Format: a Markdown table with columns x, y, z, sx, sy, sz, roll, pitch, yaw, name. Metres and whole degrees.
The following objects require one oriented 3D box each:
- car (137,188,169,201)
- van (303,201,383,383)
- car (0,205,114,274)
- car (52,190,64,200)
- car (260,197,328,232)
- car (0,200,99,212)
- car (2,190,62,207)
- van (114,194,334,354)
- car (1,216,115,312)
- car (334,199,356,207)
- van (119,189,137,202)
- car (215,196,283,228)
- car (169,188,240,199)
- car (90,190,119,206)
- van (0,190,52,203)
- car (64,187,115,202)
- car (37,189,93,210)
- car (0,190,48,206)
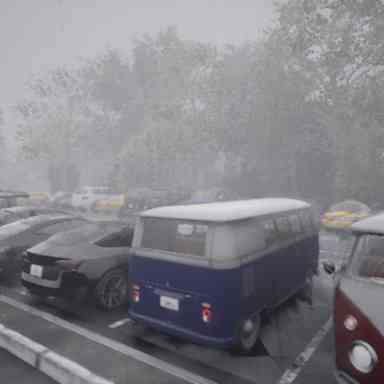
| x | y | z | sx | sy | sz | roll | pitch | yaw | name |
| --- | --- | --- | --- | --- | --- | --- | --- | --- | --- |
| -0.845 | 0.726 | 23.546 | 2.435 | 2.045 | 5.566 | 1 | 2 | 36 | car |
| 3.102 | 1.183 | 4.243 | 1.878 | 1.987 | 4.442 | 1 | 1 | 36 | van |
| -3.610 | 1.347 | 9.319 | 2.002 | 1.452 | 4.674 | 1 | 2 | 36 | car |
| -9.828 | 0.818 | 30.076 | 2.163 | 1.488 | 4.792 | 1 | 2 | 36 | car |
| 5.837 | 1.131 | 18.573 | 2.163 | 1.488 | 4.792 | 1 | 2 | 36 | car |
| -5.864 | 1.267 | 10.985 | 2.231 | 1.521 | 4.892 | 1 | 2 | 36 | car |
| -16.632 | 0.646 | 34.877 | 1.946 | 1.575 | 5.366 | 1 | 2 | 36 | car |
| 0.983 | 1.147 | 6.089 | 1.878 | 1.987 | 4.442 | 1 | 1 | 36 | van |
| -1.328 | 1.373 | 7.683 | 2.163 | 1.488 | 4.792 | 1 | 2 | 36 | car |
| 8.198 | 1.125 | 17.105 | 1.946 | 1.575 | 5.366 | 1 | 2 | 36 | car |
| -3.031 | 0.703 | 25.260 | 1.878 | 1.987 | 4.442 | 1 | 2 | 36 | van |
| 3.629 | 1.090 | 20.267 | 2.163 | 1.488 | 4.792 | 1 | 2 | 36 | car |
| 1.359 | 0.770 | 21.857 | 2.435 | 2.045 | 5.566 | 1 | 2 | 36 | car |
| -5.227 | 0.877 | 26.963 | 1.946 | 1.575 | 5.366 | 1 | 2 | 36 | car |
| -8.061 | 0.996 | 12.730 | 1.878 | 1.987 | 4.442 | 1 | 2 | 36 | van |
| -7.557 | 0.584 | 28.473 | 2.435 | 2.045 | 5.566 | 1 | 2 | 36 | car |
| -12.031 | 0.614 | 31.764 | 2.185 | 1.767 | 4.553 | 1 | 2 | 36 | car |
| -18.757 | 0.599 | 36.674 | 2.231 | 1.521 | 4.892 | 1 | 2 | 36 | car |
